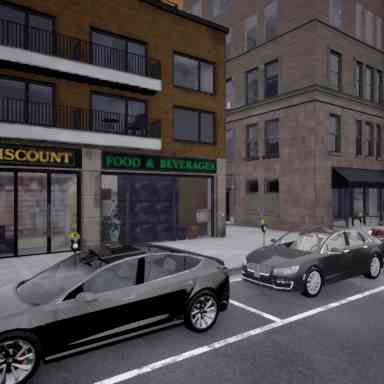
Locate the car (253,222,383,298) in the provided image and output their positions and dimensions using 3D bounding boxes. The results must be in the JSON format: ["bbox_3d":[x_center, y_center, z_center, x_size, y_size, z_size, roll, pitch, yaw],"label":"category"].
[{"bbox_3d":[3.184,1.551,8.425,4.403,1.369,2.008,0,0,-35],"label":"car"}]

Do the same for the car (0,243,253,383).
[{"bbox_3d":[-1.324,1.566,5.242,4.313,1.339,1.947,0,0,-35],"label":"car"}]
